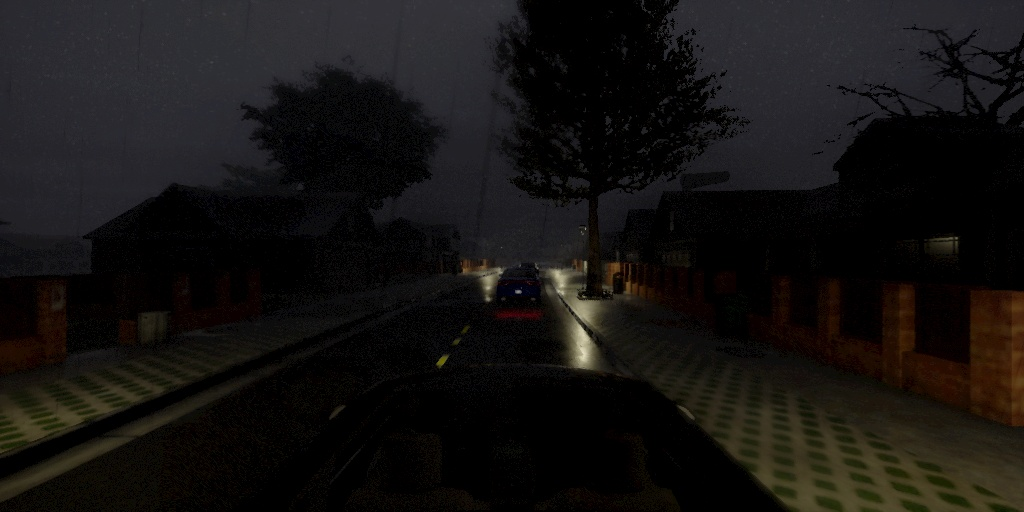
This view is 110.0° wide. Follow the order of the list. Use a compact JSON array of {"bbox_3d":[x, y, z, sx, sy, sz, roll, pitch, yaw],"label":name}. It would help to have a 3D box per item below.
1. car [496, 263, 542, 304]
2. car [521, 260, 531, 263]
[{"bbox_3d":[0.368,1.243,16.407,1.882,1.535,5.008,0,0,3],"label":"car"},{"bbox_3d":[1.477,1.292,31.299,1.837,1.490,4.892,0,0,6],"label":"car"}]
